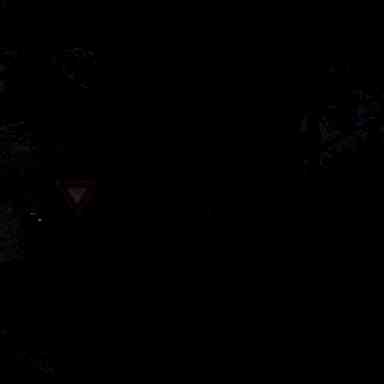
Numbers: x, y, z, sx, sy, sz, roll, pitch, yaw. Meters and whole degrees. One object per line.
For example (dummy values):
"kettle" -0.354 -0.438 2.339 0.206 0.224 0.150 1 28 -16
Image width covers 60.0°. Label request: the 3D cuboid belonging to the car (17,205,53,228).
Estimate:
"car" -11.619 1.714 24.560 2.128 1.511 4.902 0 0 -33
